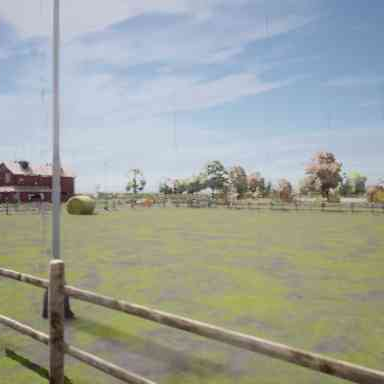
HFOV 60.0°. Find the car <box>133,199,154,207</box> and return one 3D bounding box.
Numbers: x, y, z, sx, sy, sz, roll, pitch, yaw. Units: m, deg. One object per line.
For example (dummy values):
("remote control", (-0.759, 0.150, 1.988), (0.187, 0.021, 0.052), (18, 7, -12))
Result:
("car", (-9.864, 2.244, 66.909), (1.882, 1.535, 5.008), (-1, -1, 35))
